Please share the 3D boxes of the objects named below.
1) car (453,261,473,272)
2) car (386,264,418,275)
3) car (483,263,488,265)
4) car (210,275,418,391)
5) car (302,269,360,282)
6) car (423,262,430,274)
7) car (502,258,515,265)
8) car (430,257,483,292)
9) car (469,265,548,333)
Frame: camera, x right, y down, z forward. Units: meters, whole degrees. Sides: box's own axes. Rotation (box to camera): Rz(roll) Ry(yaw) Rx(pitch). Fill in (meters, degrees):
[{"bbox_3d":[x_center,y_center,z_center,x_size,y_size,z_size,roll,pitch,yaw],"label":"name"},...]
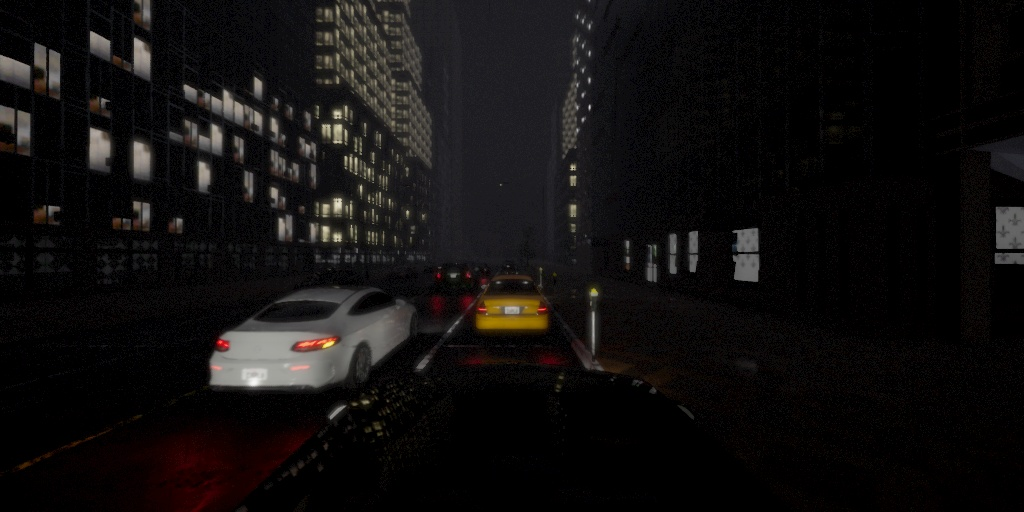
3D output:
[{"bbox_3d":[-6.192,1.297,45.823,1.994,1.385,4.181,0,0,1],"label":"car"},{"bbox_3d":[-8.835,1.325,29.033,1.802,1.307,4.207,0,0,0],"label":"car"},{"bbox_3d":[-3.104,1.340,35.619,1.895,1.301,4.718,0,0,1],"label":"car"},{"bbox_3d":[-3.145,1.275,6.691,1.812,1.442,4.674,0,0,0],"label":"car"},{"bbox_3d":[-8.836,1.313,17.650,1.948,1.339,4.313,0,0,0],"label":"car"},{"bbox_3d":[-8.836,1.286,40.419,2.007,1.370,4.403,0,0,0],"label":"car"},{"bbox_3d":[-0.455,1.298,46.099,1.948,1.339,4.313,0,0,0],"label":"car"},{"bbox_3d":[-3.100,1.098,21.165,2.097,1.767,4.553,0,0,1],"label":"car"},{"bbox_3d":[0.004,1.206,10.689,1.801,1.575,5.366,0,0,0],"label":"car"}]
